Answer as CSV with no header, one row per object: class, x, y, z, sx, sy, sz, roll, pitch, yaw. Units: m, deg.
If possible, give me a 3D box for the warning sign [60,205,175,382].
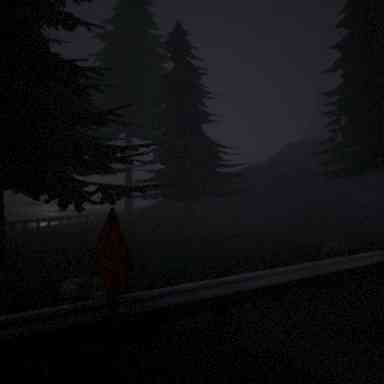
warning sign,-1.035,1.133,4.443,1.060,1.860,1.300,1,0,-35
